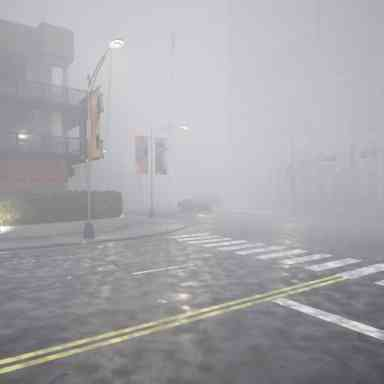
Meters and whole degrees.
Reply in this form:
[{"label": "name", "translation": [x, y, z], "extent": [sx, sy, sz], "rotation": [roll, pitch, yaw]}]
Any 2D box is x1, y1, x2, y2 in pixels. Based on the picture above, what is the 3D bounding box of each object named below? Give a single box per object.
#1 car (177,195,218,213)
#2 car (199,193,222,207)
[{"label": "car", "translation": [0.267, 1.477, 37.130], "extent": [1.882, 1.535, 5.008], "rotation": [0, 0, -35]}, {"label": "car", "translation": [2.035, 1.221, 48.838], "extent": [2.150, 2.045, 5.566], "rotation": [0, 0, -33]}]
